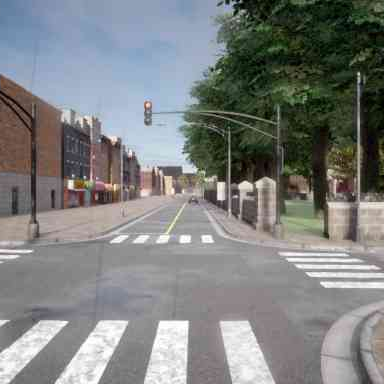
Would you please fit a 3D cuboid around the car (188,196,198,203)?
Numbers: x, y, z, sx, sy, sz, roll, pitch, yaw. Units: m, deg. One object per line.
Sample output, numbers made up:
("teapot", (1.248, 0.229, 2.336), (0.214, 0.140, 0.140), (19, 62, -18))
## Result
("car", (0.208, 1.506, 67.028), (2.033, 1.411, 5.357), (0, 0, -1))
